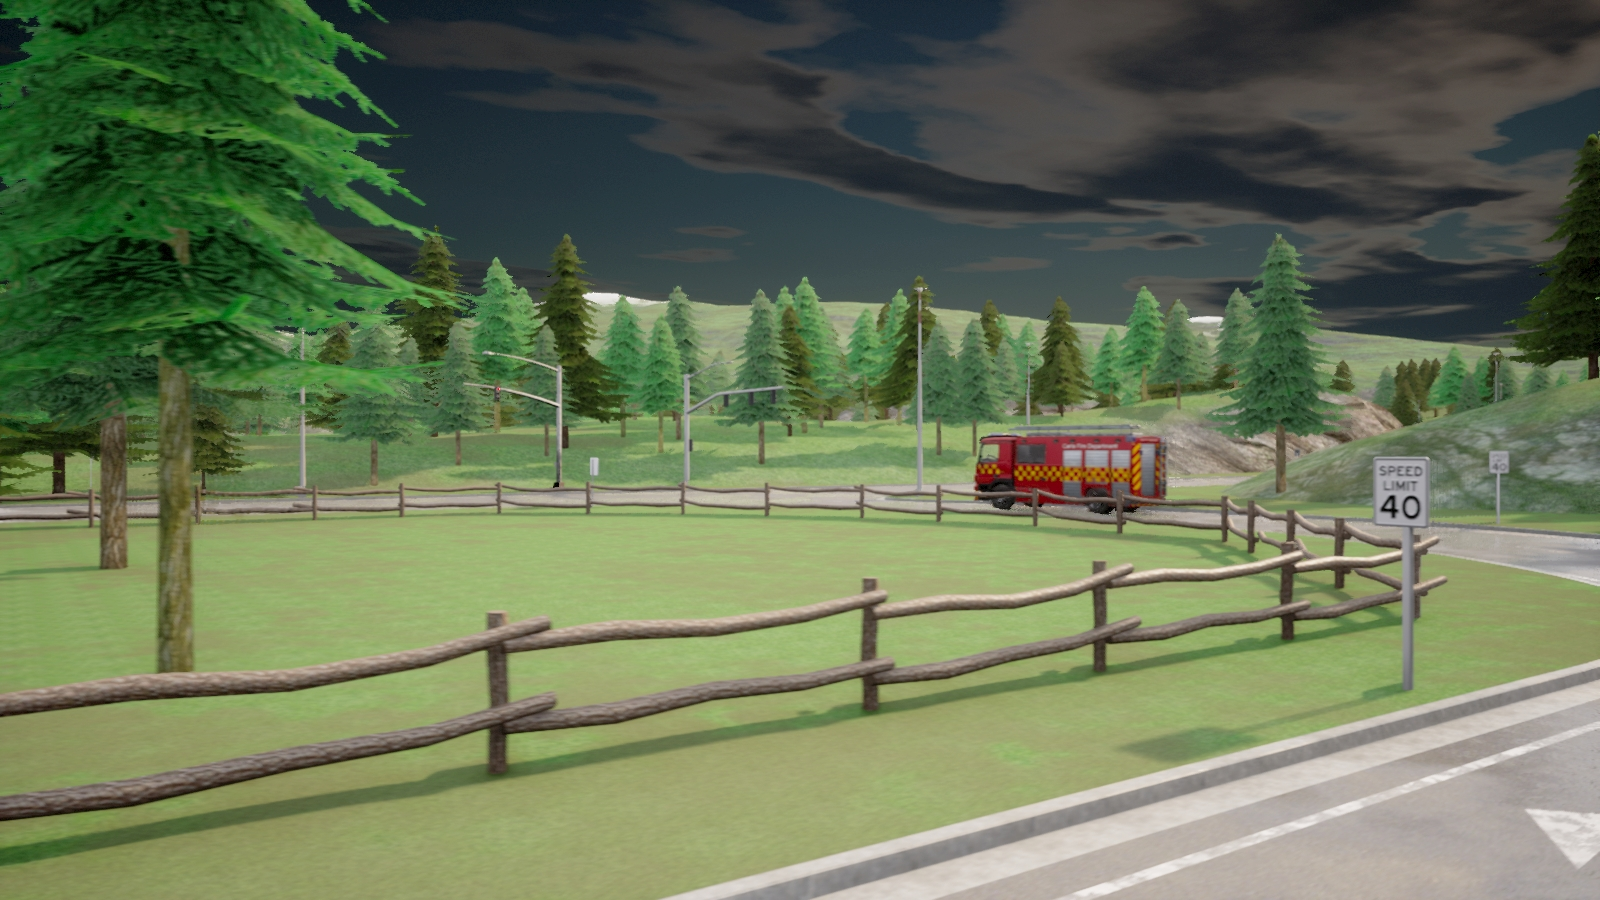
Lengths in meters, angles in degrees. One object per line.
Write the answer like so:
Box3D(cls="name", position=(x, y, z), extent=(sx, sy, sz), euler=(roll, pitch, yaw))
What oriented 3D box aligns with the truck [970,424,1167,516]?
Box3D(cls="truck", position=(11.969, 0.849, 51.671), extent=(2.891, 3.827, 8.468), euler=(0, 0, -44))
